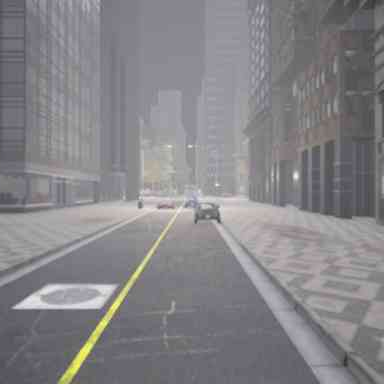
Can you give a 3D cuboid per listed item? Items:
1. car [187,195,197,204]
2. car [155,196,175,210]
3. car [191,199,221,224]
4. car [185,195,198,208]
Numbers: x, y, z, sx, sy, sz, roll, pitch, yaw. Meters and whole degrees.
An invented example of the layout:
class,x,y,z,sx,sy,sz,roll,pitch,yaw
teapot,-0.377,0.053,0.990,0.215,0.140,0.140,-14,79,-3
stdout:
class,x,y,z,sx,sy,sz,roll,pitch,yaw
car,0.014,1.333,61.881,1.837,1.490,4.892,0,0,0
car,-3.071,1.448,40.265,1.994,1.385,4.181,0,0,0
car,1.054,1.456,24.224,1.812,1.442,4.674,0,0,0
car,0.040,1.394,45.588,1.812,1.442,4.674,0,0,1
